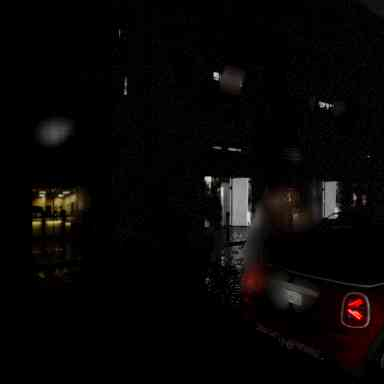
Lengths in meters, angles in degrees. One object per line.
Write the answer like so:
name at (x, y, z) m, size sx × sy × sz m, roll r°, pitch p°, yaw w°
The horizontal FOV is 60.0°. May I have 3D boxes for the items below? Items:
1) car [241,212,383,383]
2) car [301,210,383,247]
car at (3.005, 1.353, 5.462) m, size 4.553 × 1.767 × 2.097 m, roll 0°, pitch 0°, yaw -35°
car at (7.172, 1.583, 15.538) m, size 4.206 × 1.307 × 1.802 m, roll 0°, pitch 0°, yaw -35°
